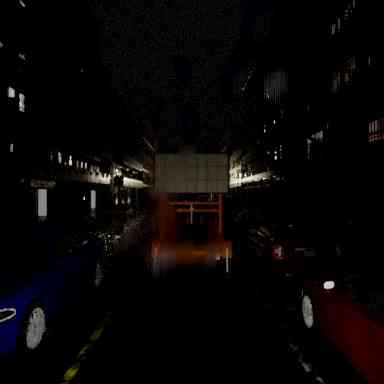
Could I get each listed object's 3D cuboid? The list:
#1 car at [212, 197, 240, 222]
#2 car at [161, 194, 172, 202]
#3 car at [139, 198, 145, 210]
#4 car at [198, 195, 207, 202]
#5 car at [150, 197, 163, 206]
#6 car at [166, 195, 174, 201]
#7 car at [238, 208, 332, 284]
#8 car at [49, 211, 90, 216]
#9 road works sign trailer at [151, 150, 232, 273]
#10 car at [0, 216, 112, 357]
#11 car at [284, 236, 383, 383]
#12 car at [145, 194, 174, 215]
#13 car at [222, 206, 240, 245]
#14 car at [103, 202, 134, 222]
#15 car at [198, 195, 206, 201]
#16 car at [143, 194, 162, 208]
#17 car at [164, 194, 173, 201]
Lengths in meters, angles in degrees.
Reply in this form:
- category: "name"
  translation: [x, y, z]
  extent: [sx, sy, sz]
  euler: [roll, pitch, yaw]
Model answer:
- category: "car"
  translation: [2.654, 1.312, 26.435]
  extent: [2.192, 1.841, 5.009]
  euler: [0, 0, 0]
- category: "car"
  translation: [-5.803, 1.290, 77.154]
  extent: [2.192, 1.841, 5.009]
  euler: [0, 0, 0]
- category: "car"
  translation: [-5.753, 1.431, 43.336]
  extent: [1.967, 1.590, 4.097]
  euler: [0, 0, 0]
- category: "car"
  translation: [2.576, 1.501, 77.333]
  extent: [1.752, 1.417, 4.829]
  euler: [0, 0, 0]
- category: "car"
  translation: [-5.771, 1.568, 54.609]
  extent: [1.802, 1.307, 4.206]
  euler: [0, 0, 0]
- category: "car"
  translation: [-5.821, 1.514, 88.427]
  extent: [1.887, 1.381, 4.507]
  euler: [0, 0, 0]
- category: "car"
  translation: [2.679, 1.440, 9.526]
  extent: [1.967, 1.590, 4.097]
  euler: [0, 0, 0]
- category: "car"
  translation: [-5.711, 1.565, 15.152]
  extent: [1.947, 1.339, 4.313]
  euler: [0, 0, 0]
- category: "road works sign trailer"
  translation: [-0.015, 0.464, 10.655]
  extent: [2.380, 3.560, 2.880]
  euler: [0, 0, 0]
- category: "car"
  translation: [-3.109, 1.477, 6.268]
  extent: [1.882, 1.535, 5.008]
  euler: [0, 0, 0]
- category: "car"
  translation: [2.687, 1.545, 3.890]
  extent: [1.887, 1.381, 4.507]
  euler: [0, 0, 0]
- category: "car"
  translation: [-3.049, 1.216, 33.687]
  extent: [2.150, 2.045, 5.566]
  euler: [0, 0, 0]
- category: "car"
  translation: [2.670, 1.550, 15.162]
  extent: [2.008, 1.369, 4.403]
  euler: [0, 0, 0]
- category: "car"
  translation: [-5.728, 1.522, 26.256]
  extent: [1.752, 1.417, 4.829]
  euler: [0, 0, 0]
- category: "car"
  translation: [2.559, 1.514, 88.435]
  extent: [1.887, 1.381, 4.507]
  euler: [0, 0, 0]
- category: "car"
  translation: [-5.761, 1.304, 48.972]
  extent: [2.192, 1.841, 5.009]
  euler: [0, 0, 0]
- category: "car"
  translation: [-5.813, 1.412, 82.790]
  extent: [1.967, 1.590, 4.097]
  euler: [0, 0, 0]
